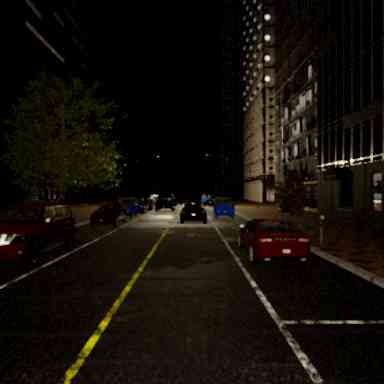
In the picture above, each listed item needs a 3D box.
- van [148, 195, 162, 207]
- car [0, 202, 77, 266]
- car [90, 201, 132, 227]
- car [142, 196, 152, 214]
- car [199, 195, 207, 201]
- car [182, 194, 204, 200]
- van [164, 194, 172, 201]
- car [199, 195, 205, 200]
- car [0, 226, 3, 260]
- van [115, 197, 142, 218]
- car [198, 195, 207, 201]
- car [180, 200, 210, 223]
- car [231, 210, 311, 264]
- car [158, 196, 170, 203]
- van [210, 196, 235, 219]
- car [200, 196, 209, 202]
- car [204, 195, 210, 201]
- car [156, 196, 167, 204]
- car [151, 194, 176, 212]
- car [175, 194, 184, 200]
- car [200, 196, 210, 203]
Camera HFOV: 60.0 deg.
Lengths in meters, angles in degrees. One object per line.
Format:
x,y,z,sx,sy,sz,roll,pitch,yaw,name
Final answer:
-5.679,1.343,51.381,1.690,1.788,3.998,0,0,0,van
-5.687,1.319,11.701,2.192,1.841,5.009,0,0,0,car
-5.685,1.553,23.037,1.887,1.381,4.507,0,0,0,car
-5.683,1.450,34.374,1.967,1.590,4.097,0,0,0,car
2.707,1.495,79.893,1.752,1.417,4.829,0,0,0,car
0.107,1.359,41.964,2.097,1.767,4.553,0,0,0,car
-5.673,1.311,79.723,1.690,1.788,3.998,0,0,0,van
2.709,1.475,91.231,1.752,1.417,4.829,0,0,0,car
-5.688,1.568,6.033,1.947,1.339,4.313,0,0,0,car
-5.684,1.350,28.706,1.690,1.788,3.998,0,0,0,van
2.708,1.511,85.390,2.008,1.369,4.403,0,0,0,car
0.107,1.572,25.491,1.994,1.385,4.181,0,0,0,car
2.693,1.549,11.700,1.887,1.381,4.507,0,0,0,car
-5.676,1.536,68.386,2.008,1.369,4.403,0,0,0,car
2.697,1.350,28.704,1.690,1.788,3.998,0,0,0,van
2.706,1.544,74.054,1.947,1.339,4.313,0,0,0,car
2.701,1.569,51.380,1.947,1.339,4.313,0,0,0,car
-5.677,1.517,62.548,1.752,1.417,4.829,0,0,0,car
-3.089,1.230,39.171,2.150,2.045,5.566,0,0,0,car
-2.985,1.179,80.275,1.895,1.301,4.718,0,0,0,car
2.705,1.551,68.385,1.947,1.339,4.313,0,0,0,car
